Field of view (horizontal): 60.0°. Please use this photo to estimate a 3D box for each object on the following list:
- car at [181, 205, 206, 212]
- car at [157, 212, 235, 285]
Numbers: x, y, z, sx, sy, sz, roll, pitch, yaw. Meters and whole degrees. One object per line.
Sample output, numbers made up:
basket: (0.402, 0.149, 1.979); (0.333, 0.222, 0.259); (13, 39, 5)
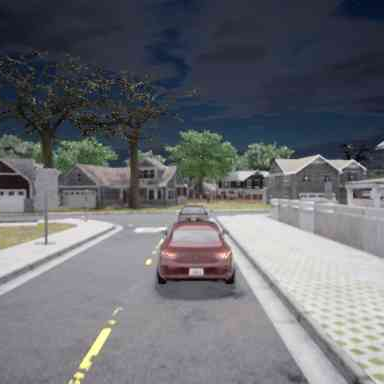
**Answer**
car: (0.084, 1.512, 19.978); (2.033, 1.411, 5.357); (0, 0, 0)
car: (0.089, 1.509, 9.291); (1.812, 1.442, 4.674); (0, 0, 0)
